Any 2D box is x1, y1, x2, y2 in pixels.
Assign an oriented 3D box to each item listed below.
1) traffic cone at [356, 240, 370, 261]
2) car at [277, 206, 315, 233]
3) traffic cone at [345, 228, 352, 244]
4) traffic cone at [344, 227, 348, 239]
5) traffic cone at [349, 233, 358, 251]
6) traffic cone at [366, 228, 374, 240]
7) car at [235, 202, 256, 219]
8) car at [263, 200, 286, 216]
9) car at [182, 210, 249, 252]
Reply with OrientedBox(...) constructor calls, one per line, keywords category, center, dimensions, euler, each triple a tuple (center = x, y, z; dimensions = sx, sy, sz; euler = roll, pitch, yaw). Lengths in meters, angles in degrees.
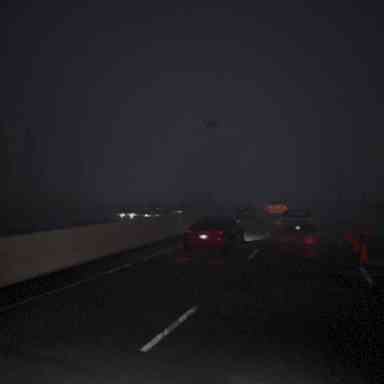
OrientedBox(category="traffic cone", center=(5.901, 2.045, 11.392), dimensions=(0.340, 0.580, 0.340), euler=(0, -1, 20))
OrientedBox(category="car", center=(6.657, 1.782, 21.355), dimensions=(1.895, 1.301, 4.718), euler=(0, -1, 14))
OrientedBox(category="traffic cone", center=(7.270, 2.076, 15.150), dimensions=(0.340, 0.580, 0.340), euler=(0, -1, 20))
OrientedBox(category="traffic cone", center=(7.955, 2.092, 17.029), dimensions=(0.340, 0.580, 0.340), euler=(0, -1, 20))
OrientedBox(category="traffic cone", center=(6.585, 2.061, 13.271), dimensions=(0.340, 0.580, 0.340), euler=(0, -1, 20))
OrientedBox(category="traffic cone", center=(8.894, 2.086, 16.687), dimensions=(0.340, 0.580, 0.340), euler=(0, -1, 20))
OrientedBox(category="car", center=(5.208, 1.768, 32.422), dimensions=(1.882, 1.535, 5.008), euler=(0, -1, 8))
OrientedBox(category="car", center=(9.228, 1.674, 37.194), dimensions=(2.097, 1.767, 4.553), euler=(0, -1, 6))
OrientedBox(category="car", center=(1.073, 1.700, 14.658), dimensions=(1.994, 1.385, 4.181), euler=(0, -1, 18))
